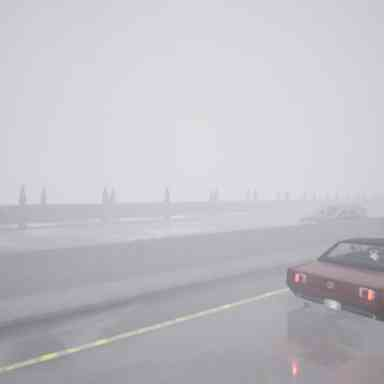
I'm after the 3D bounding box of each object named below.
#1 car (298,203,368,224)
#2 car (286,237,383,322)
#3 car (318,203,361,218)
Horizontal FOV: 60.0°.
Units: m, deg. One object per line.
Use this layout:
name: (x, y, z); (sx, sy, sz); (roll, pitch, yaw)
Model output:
car: (8.029, 1.586, 19.068); (4.902, 1.511, 2.128); (0, 0, -38)
car: (4.174, 1.636, 7.025); (4.718, 1.301, 1.895); (0, 0, -37)
car: (14.664, 1.764, 33.048); (4.718, 1.301, 1.895); (0, 0, -38)
